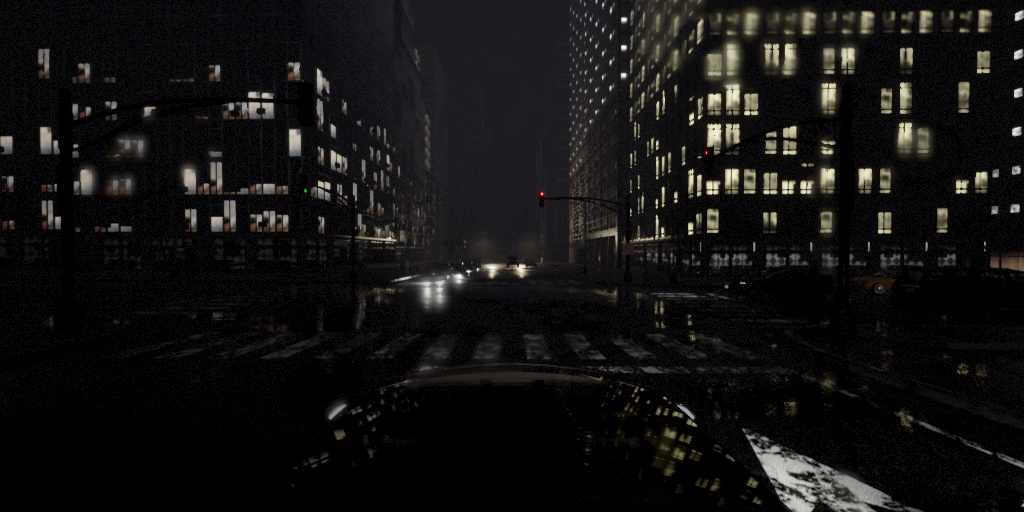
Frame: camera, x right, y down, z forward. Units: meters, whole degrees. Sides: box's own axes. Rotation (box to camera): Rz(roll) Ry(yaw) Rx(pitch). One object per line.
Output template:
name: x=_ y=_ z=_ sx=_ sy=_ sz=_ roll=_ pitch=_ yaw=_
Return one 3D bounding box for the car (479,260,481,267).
car: x=-6.398 y=1.199 z=61.726 sx=1.882 sy=1.535 sz=5.008 roll=0 pitch=0 yaw=1

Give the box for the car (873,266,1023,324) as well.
car: x=16.219 y=1.284 z=12.419 sx=5.009 sy=1.841 sz=2.192 roll=0 pitch=0 yaw=1

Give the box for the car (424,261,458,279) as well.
car: x=-6.522 y=1.234 z=32.333 sx=2.128 sy=1.511 sz=4.902 roll=0 pitch=0 yaw=0

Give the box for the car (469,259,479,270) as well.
car: x=-6.462 y=1.278 z=51.385 sx=2.033 sy=1.411 sz=5.357 roll=0 pitch=0 yaw=0

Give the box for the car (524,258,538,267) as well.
car: x=3.416 y=1.246 z=63.238 sx=1.812 sy=1.442 sz=4.674 roll=0 pitch=0 yaw=0

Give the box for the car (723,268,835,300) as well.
car: x=13.514 y=1.347 z=18.343 sx=4.902 sy=1.511 sz=2.128 roll=1 pitch=1 yaw=3

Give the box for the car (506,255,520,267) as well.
car: x=0.165 y=0.942 z=62.860 sx=2.150 sy=2.045 sz=5.566 roll=0 pitch=0 yaw=0

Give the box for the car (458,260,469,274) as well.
car: x=-6.496 y=1.338 z=41.614 sx=1.895 sy=1.301 sz=4.718 roll=0 pitch=0 yaw=0

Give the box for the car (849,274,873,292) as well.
car: x=21.852 y=1.415 z=20.689 sx=4.829 sy=1.417 sz=1.751 roll=0 pitch=0 yaw=1
